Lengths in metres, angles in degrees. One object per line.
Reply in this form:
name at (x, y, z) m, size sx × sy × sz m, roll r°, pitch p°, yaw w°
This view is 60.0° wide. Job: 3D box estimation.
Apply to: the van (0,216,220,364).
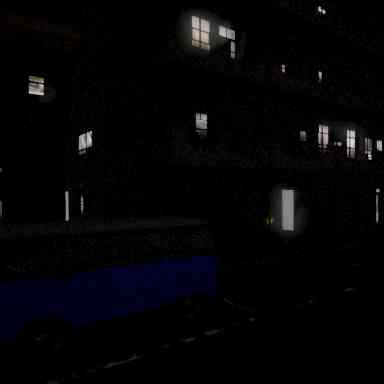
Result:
van at (-1.411, 1.341, 5.559) m, size 3.998 × 1.788 × 1.690 m, roll 0°, pitch 0°, yaw -35°
